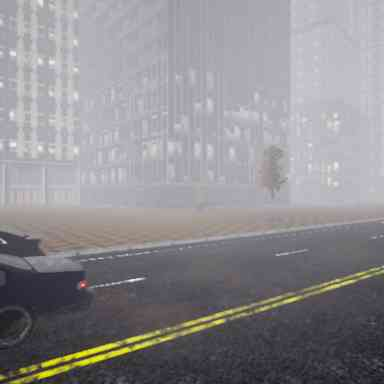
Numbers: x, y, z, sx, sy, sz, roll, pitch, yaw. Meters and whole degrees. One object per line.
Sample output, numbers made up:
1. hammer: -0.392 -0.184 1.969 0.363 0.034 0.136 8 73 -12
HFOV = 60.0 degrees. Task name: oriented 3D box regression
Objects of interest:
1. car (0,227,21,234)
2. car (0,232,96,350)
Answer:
1. car: -5.923 1.514 7.491 4.892 1.490 1.837 0 0 -36
2. car: -4.199 1.554 4.705 5.357 1.411 2.033 0 0 -35
